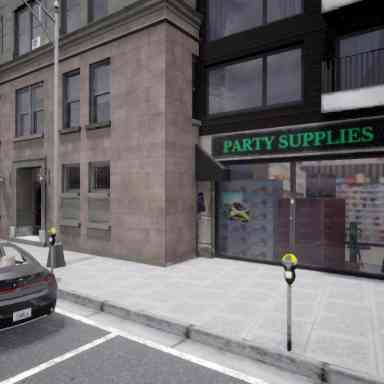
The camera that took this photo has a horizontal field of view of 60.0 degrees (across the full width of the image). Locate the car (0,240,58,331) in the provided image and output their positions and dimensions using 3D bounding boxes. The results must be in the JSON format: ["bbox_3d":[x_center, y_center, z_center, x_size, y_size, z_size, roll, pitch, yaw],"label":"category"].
[{"bbox_3d":[-4.246,1.551,6.115,4.403,1.369,2.008,0,0,36],"label":"car"}]
